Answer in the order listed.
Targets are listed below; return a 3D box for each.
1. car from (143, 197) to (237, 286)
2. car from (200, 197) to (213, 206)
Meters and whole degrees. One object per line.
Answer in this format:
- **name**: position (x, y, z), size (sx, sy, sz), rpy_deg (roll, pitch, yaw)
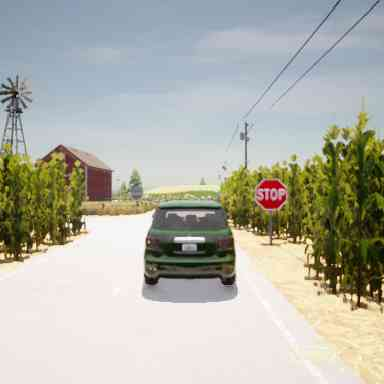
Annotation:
- **car**: position (-0.045, 1.233, 9.595), size (2.150, 2.045, 5.566), rpy_deg (0, 0, 0)
- **car**: position (2.579, 1.623, 58.187), size (1.994, 1.385, 4.181), rpy_deg (0, 0, 4)
